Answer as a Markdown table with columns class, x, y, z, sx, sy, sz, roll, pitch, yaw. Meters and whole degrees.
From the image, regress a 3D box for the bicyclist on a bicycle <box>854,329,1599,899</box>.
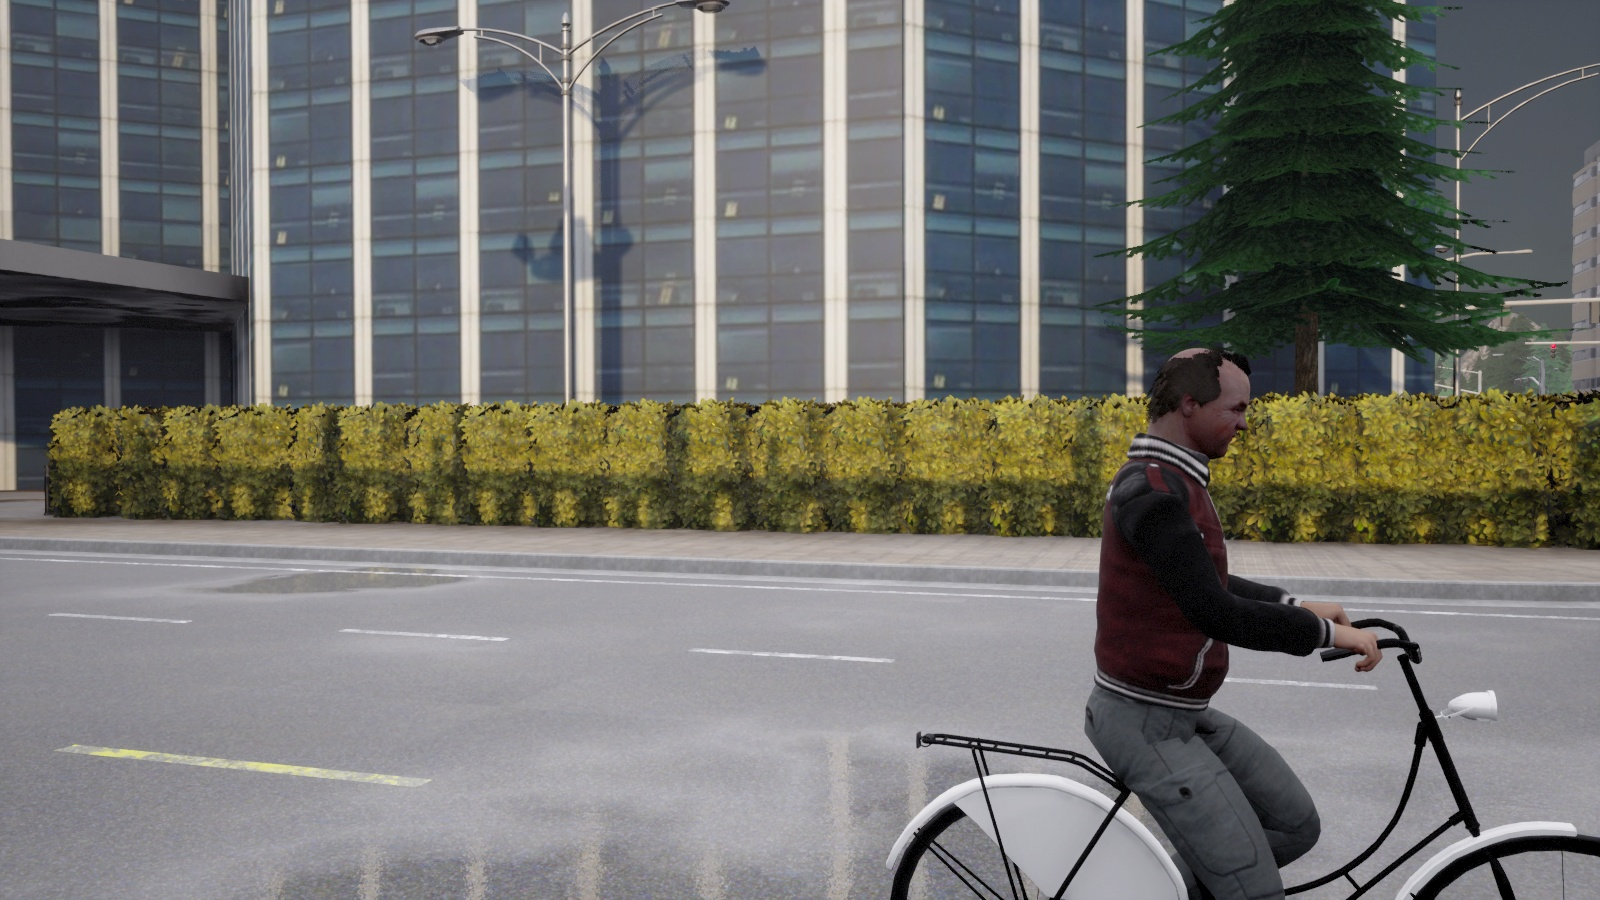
| class | x | y | z | sx | sy | sz | roll | pitch | yaw |
| --- | --- | --- | --- | --- | --- | --- | --- | --- | --- |
| bicyclist on a bicycle | 1.099 | 0.656 | 2.832 | 1.843 | 1.776 | 0.659 | 0 | 1 | 18 |
